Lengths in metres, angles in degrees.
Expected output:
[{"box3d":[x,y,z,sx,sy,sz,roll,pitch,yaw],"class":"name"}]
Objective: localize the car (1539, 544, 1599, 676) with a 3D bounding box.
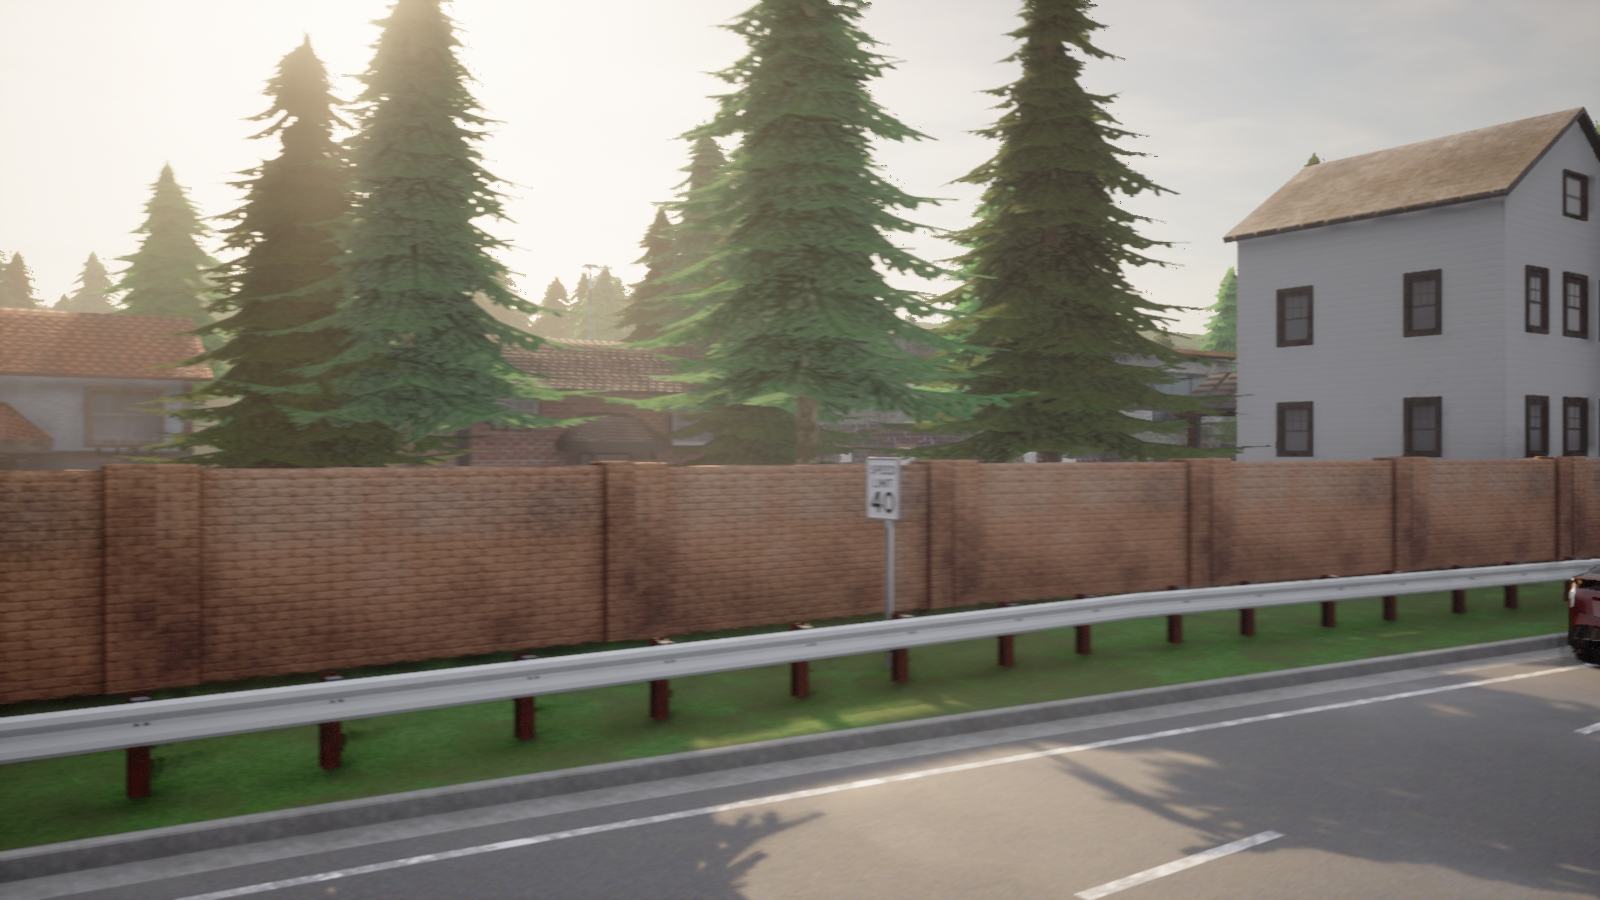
[{"box3d":[11.981,2.040,15.079,4.514,1.525,2.007,0,0,-32],"class":"car"}]
